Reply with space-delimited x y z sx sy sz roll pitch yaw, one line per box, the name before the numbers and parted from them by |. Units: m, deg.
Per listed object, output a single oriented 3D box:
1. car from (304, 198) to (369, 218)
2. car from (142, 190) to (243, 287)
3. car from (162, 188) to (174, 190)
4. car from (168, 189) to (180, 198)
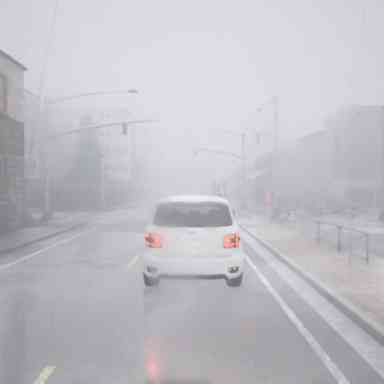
car | 11.489 1.261 26.560 4.902 1.511 2.128 0 1 -1
car | 0.036 1.081 9.069 2.150 2.045 5.566 0 1 1
car | -3.684 0.442 50.696 2.150 2.045 5.566 0 1 0
car | -3.649 0.327 66.816 2.097 1.767 4.553 0 1 0
